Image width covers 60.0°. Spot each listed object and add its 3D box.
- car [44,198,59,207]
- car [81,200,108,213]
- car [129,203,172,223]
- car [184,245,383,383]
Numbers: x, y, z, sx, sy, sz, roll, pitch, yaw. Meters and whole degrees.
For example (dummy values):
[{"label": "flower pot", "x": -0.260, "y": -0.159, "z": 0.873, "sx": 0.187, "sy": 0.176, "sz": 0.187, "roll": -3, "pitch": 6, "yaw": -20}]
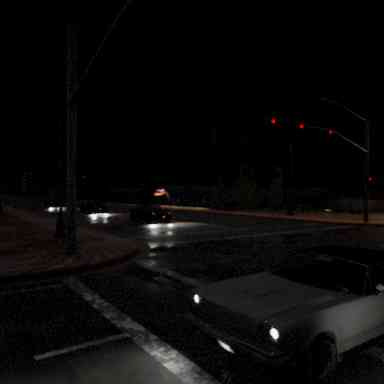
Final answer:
[{"label": "car", "x": -22.177, "y": 1.667, "z": 53.108, "sx": 1.895, "sy": 1.301, "sz": 4.718, "roll": 0, "pitch": 0, "yaw": -35}, {"label": "car", "x": -10.887, "y": 1.630, "z": 37.030, "sx": 1.994, "sy": 1.385, "sz": 4.181, "roll": 0, "pitch": 0, "yaw": -35}, {"label": "car", "x": -3.443, "y": 1.593, "z": 26.568, "sx": 1.812, "sy": 1.442, "sz": 4.674, "roll": 0, "pitch": 0, "yaw": -36}, {"label": "car", "x": 2.237, "y": 1.628, "z": 5.415, "sx": 4.718, "sy": 1.301, "sz": 1.895, "roll": 0, "pitch": 0, "yaw": -35}]
